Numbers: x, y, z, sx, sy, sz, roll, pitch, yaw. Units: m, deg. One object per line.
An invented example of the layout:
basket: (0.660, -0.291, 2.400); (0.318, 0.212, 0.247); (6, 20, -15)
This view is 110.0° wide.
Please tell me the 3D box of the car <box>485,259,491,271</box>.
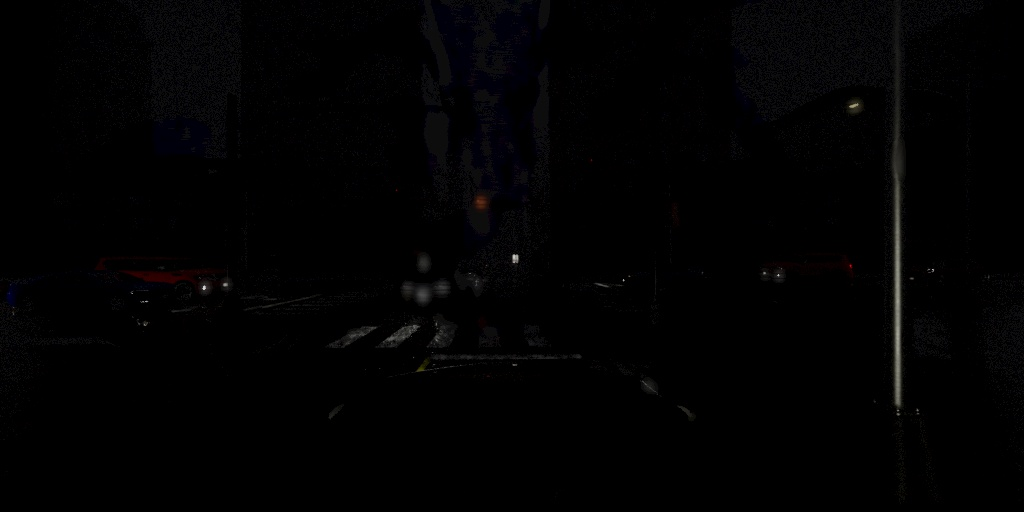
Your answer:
car: (-4.323, 1.288, 51.484); (1.837, 1.490, 4.892); (0, 0, -2)

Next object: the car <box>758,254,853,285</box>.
car: (20.200, 0.883, 24.751); (5.566, 2.045, 2.150); (0, 0, -2)

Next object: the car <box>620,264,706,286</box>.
car: (10.242, 1.244, 24.453); (5.357, 1.411, 2.033); (0, 0, -2)

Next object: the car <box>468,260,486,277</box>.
car: (-3.894, 1.367, 35.706); (1.895, 1.301, 4.718); (0, 0, -1)

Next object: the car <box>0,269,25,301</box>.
car: (-26.261, 1.368, 16.648); (4.674, 1.442, 1.812); (0, 0, -1)

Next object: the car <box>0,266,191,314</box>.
car: (-15.780, 1.280, 13.715); (5.008, 1.535, 1.882); (0, 0, -2)

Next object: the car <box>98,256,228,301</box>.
car: (-16.338, 1.027, 16.951); (5.566, 2.045, 2.150); (0, 0, -2)

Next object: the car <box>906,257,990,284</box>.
car: (30.093, 0.982, 25.040); (4.553, 1.767, 2.097); (0, 0, -2)

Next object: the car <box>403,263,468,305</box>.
car: (-3.428, 1.243, 16.079); (2.128, 1.511, 4.902); (0, 0, -1)
